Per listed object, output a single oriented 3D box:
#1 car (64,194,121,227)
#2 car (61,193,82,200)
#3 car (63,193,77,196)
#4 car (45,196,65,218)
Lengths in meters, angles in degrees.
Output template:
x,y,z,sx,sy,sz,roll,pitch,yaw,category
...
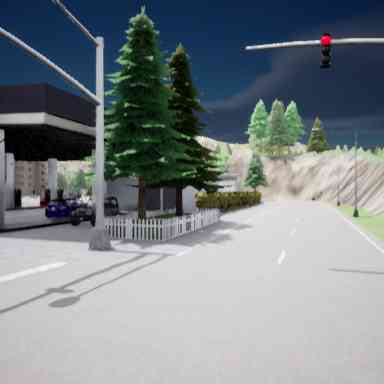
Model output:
x,y,z,sx,sy,sz,roll,pitch,yaw,category
-6.440,1.283,22.688,1.905,1.878,3.866,0,0,19,car
-28.458,1.059,78.616,4.514,1.523,2.007,0,0,19,car
-29.438,1.063,75.636,5.027,1.636,2.152,0,0,19,car
-10.365,1.423,28.644,2.242,1.667,4.611,0,0,19,car
